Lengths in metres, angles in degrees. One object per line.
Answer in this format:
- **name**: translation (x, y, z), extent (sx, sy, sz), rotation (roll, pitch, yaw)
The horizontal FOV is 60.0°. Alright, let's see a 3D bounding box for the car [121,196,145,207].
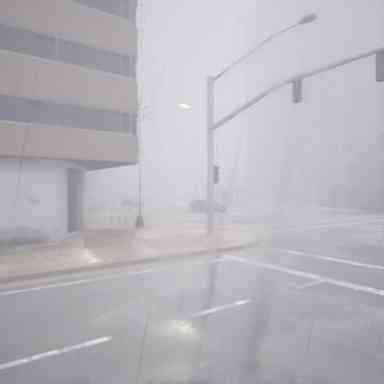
- **car**: translation (-8.743, 1.374, 49.224), extent (2.097, 1.767, 4.553), rotation (0, 0, -36)

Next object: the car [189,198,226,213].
- **car**: translation (1.545, 1.461, 34.942), extent (1.837, 1.490, 4.892), rotation (0, 0, -36)
